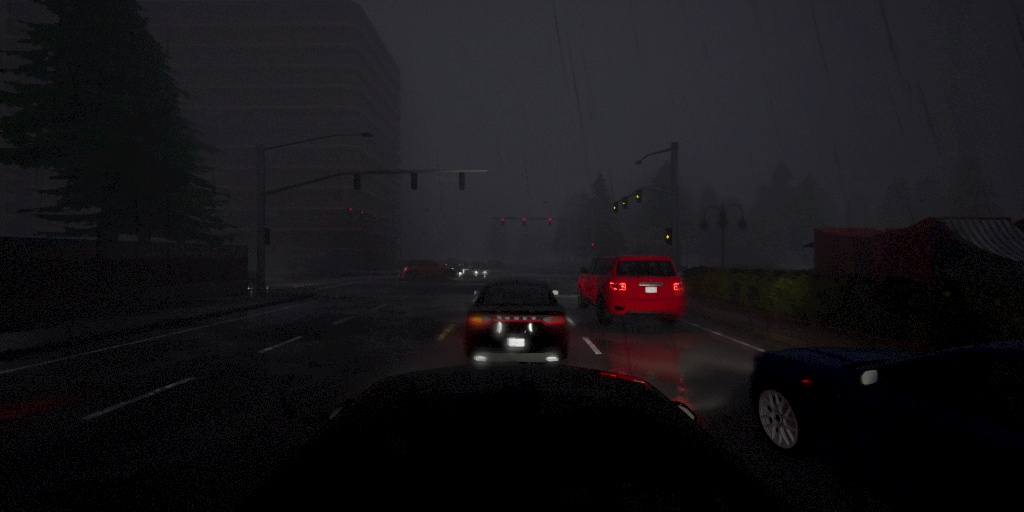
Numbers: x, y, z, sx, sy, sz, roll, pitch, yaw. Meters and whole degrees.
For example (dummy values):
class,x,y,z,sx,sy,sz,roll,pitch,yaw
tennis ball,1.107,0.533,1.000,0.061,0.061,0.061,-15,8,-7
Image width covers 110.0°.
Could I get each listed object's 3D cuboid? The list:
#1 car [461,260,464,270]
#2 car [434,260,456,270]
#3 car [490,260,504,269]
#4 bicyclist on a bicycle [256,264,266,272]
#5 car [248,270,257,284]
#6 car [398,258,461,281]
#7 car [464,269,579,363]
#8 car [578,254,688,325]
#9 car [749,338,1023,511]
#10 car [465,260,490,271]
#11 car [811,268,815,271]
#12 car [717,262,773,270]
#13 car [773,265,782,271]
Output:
class,x,y,z,sx,sy,sz,roll,pitch,yaw
car,-7.782,1.102,46.896,2.097,1.767,4.553,0,0,-13
car,-10.559,1.297,55.952,2.033,1.411,5.357,0,0,-26
car,-2.702,1.275,55.807,1.812,1.442,4.674,0,0,-20
bicyclist on a bicycle,-28.508,1.106,40.729,0.582,1.620,1.656,0,0,1
car,-20.128,1.283,25.137,5.008,1.535,1.882,0,0,1
car,-7.049,1.137,30.608,4.553,1.767,2.097,0,0,-23
car,0.098,1.228,8.186,1.882,1.535,5.008,0,0,0
car,3.642,0.971,12.000,2.150,2.045,5.566,0,0,1
car,3.599,1.228,2.023,1.882,1.535,5.008,0,0,0
car,-4.872,1.314,50.482,1.994,1.385,4.181,0,0,-18
car,29.126,1.297,31.713,4.902,1.511,2.128,0,0,1
car,19.521,1.353,31.837,5.357,1.411,2.033,0,0,1
car,23.971,1.331,35.265,4.674,1.442,1.812,0,0,1
